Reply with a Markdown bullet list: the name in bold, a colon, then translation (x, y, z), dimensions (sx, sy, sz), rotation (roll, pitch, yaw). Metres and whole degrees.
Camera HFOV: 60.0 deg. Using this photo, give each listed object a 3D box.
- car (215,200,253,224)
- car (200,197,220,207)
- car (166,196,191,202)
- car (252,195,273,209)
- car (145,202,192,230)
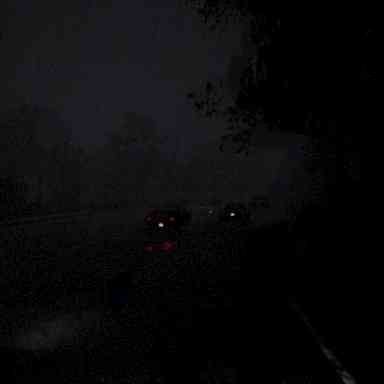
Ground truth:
- **car**: translation (3.132, 1.447, 23.976), dimensions (1.994, 1.385, 4.181), rotation (0, 0, 13)
- **car**: translation (2.571, 1.322, 45.293), dimensions (1.994, 1.385, 4.181), rotation (0, 0, 23)
- **car**: translation (-1.710, 1.293, 44.226), dimensions (2.033, 1.411, 5.357), rotation (0, 0, 22)
- **car**: translation (8.676, 1.164, 41.250), dimensions (2.097, 1.767, 4.553), rotation (0, 1, 22)
- **car**: translation (-1.279, 1.489, 20.273), dimensions (1.895, 1.301, 4.718), rotation (0, 0, 10)
